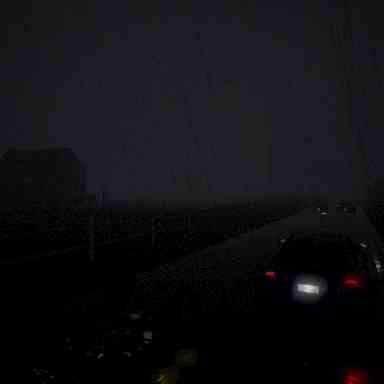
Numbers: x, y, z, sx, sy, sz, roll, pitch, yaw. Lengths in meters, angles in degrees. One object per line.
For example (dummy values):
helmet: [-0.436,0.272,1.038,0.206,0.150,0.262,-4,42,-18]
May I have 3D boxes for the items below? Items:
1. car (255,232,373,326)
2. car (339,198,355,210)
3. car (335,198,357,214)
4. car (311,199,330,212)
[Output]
car: [2.793,1.567,7.305,1.994,1.385,4.181,0,0,26]
car: [20.635,1.533,44.296,1.812,1.442,4.674,0,0,26]
car: [16.192,1.537,34.966,1.812,1.442,4.674,0,0,26]
car: [15.609,1.559,40.206,2.033,1.411,5.357,0,0,26]
